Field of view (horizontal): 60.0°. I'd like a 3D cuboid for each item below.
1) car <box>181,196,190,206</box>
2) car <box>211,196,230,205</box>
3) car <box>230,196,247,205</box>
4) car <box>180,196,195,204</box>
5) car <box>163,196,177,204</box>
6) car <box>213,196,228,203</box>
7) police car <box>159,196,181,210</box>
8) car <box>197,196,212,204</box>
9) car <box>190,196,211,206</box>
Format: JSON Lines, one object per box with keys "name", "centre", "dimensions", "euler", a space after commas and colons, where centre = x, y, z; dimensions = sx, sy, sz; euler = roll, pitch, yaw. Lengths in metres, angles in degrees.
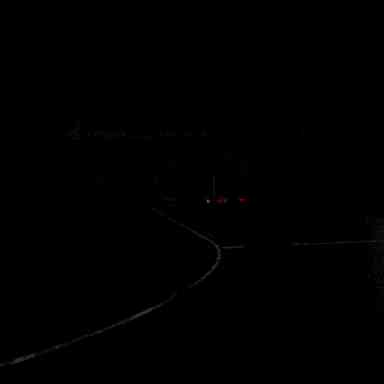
{"name": "car", "centre": [-2.286, 1.492, 55.678], "dimensions": [2.128, 1.511, 4.902], "euler": [0, 0, -12]}
{"name": "car", "centre": [4.534, 1.601, 57.263], "dimensions": [1.895, 1.301, 4.718], "euler": [0, 0, -12]}
{"name": "car", "centre": [7.965, 1.491, 57.956], "dimensions": [2.128, 1.511, 4.902], "euler": [0, 0, -12]}
{"name": "car", "centre": [-0.999, 1.547, 66.567], "dimensions": [2.033, 1.411, 5.357], "euler": [0, 0, -12]}
{"name": "car", "centre": [-4.425, 1.492, 65.847], "dimensions": [2.128, 1.511, 4.902], "euler": [0, 0, -12]}
{"name": "car", "centre": [5.851, 1.526, 68.007], "dimensions": [1.812, 1.442, 4.674], "euler": [0, 0, -12]}
{"name": "police car", "centre": [-3.165, 1.425, 42.851], "dimensions": [1.930, 1.638, 5.238], "euler": [0, 0, -12]}
{"name": "car", "centre": [2.426, 1.505, 67.287], "dimensions": [1.837, 1.490, 4.892], "euler": [0, 0, -12]}
{"name": "car", "centre": [1.155, 1.547, 56.326], "dimensions": [2.033, 1.411, 5.357], "euler": [0, 0, -12]}
